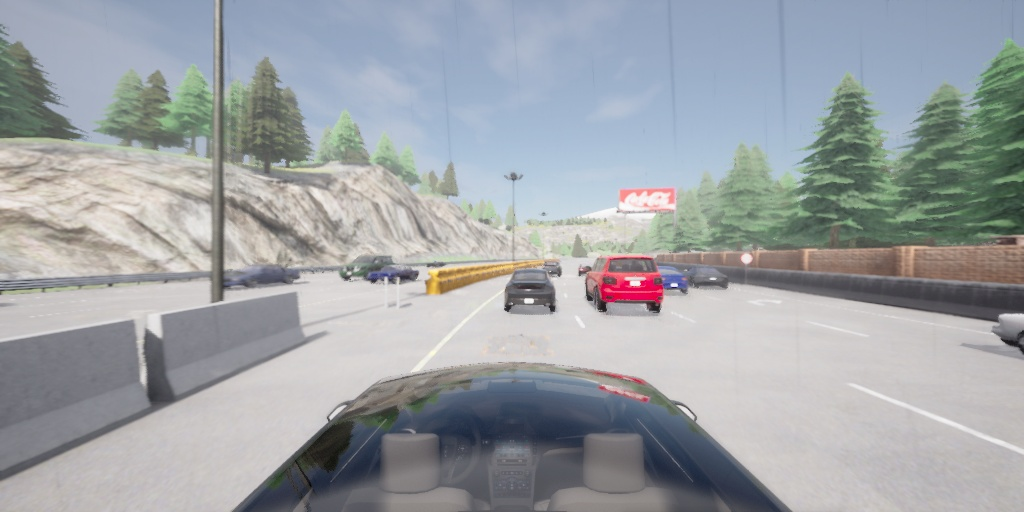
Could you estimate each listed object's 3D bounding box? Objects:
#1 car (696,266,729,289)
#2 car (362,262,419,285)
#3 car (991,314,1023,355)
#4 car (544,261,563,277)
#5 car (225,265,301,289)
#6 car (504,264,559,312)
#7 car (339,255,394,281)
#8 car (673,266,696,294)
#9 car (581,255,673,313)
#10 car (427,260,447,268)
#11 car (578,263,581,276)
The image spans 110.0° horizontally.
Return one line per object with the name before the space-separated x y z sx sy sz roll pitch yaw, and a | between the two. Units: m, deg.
car | 12.512 1.351 23.696 1.994 1.385 4.181 0 0 9
car | -8.576 1.331 26.186 1.895 1.301 4.718 0 0 9
car | 10.703 1.381 5.134 1.895 1.301 4.718 0 0 2
car | 4.007 1.254 35.952 2.128 1.511 4.902 0 0 11
car | -16.101 1.256 23.041 2.033 1.411 5.357 0 0 7
car | 0.775 1.259 14.428 1.837 1.490 4.892 0 0 5
car | -11.626 0.945 29.331 2.150 2.045 5.566 0 0 10
car | 8.470 1.301 20.347 1.812 1.442 4.674 0 0 7
car | 4.260 0.985 14.381 2.150 2.045 5.566 0 0 5
car | -12.778 1.336 60.811 1.895 1.301 4.718 0 0 11
car | 7.827 1.377 37.351 1.895 1.301 4.718 0 0 11
